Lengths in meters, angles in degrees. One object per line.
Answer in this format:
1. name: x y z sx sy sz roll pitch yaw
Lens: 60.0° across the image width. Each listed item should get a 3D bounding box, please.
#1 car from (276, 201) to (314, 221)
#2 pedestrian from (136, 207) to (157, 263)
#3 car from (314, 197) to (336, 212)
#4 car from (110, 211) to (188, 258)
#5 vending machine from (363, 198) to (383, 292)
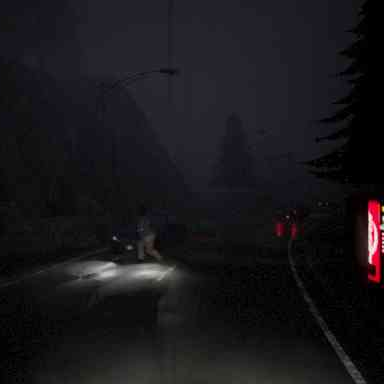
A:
1. car: 8.373 1.601 27.232 1.895 1.301 4.718 0 0 29
2. pedestrian: -1.385 1.294 10.122 0.375 1.860 0.375 0 0 12
3. car: 15.566 1.352 39.197 2.097 1.767 4.553 0 0 32
4. car: -1.452 1.526 13.080 1.812 1.442 4.674 0 0 15
5. vending machine: 4.747 1.195 7.797 1.100 2.100 0.880 0 0 11
